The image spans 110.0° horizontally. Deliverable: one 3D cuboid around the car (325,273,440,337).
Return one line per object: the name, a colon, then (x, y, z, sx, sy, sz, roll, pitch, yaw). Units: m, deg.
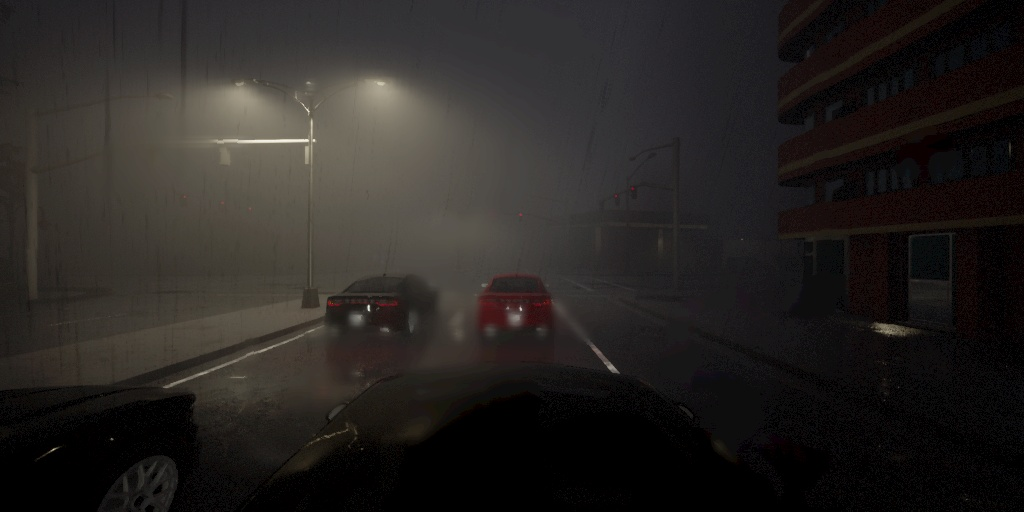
car: (-3.385, 1.228, 10.367, 1.882, 1.535, 5.008, 0, 0, 0)

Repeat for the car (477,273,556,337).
car: (0.120, 1.228, 10.377, 1.882, 1.535, 5.008, 0, 0, 1)

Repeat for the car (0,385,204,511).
car: (-3.409, 1.228, 0.793, 1.882, 1.535, 5.008, 0, 0, 0)
